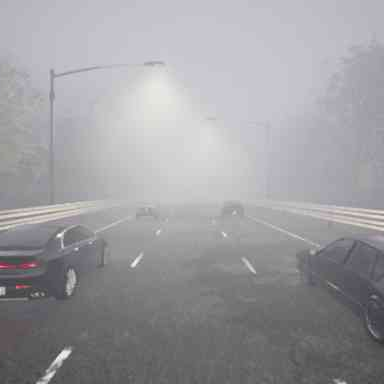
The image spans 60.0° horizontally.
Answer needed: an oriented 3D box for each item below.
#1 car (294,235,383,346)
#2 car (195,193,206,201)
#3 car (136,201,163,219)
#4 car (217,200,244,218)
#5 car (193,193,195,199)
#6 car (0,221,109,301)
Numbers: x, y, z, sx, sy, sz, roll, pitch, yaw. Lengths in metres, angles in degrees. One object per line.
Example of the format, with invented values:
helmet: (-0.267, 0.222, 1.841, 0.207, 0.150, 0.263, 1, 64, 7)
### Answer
car: (3.585, 1.534, 6.264, 2.033, 1.411, 5.357, 0, 0, 0)
car: (2.266, 1.309, 78.801, 1.812, 1.442, 4.674, 0, 0, -2)
car: (-3.572, 1.480, 28.441, 2.033, 1.411, 5.357, 0, 0, -1)
car: (3.414, 1.435, 29.383, 1.837, 1.490, 4.892, 0, 0, -1)
car: (1.900, 1.346, 89.863, 1.895, 1.301, 4.718, 0, 0, -2)
car: (-3.423, 1.487, 8.271, 1.837, 1.490, 4.892, 0, 0, 0)
